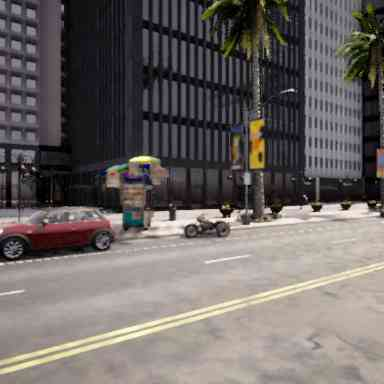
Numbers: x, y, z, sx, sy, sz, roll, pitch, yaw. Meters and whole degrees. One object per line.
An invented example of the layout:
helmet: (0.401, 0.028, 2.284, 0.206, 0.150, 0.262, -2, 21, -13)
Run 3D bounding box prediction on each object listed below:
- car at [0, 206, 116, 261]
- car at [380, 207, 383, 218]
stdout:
car: (-5.279, 1.364, 12.513, 4.553, 1.767, 2.185, 0, 0, -36)
car: (18.593, 1.497, 29.631, 4.892, 1.521, 2.231, 0, 0, -36)
